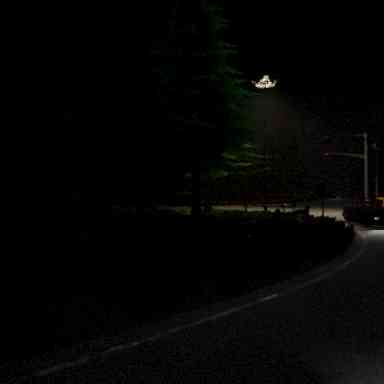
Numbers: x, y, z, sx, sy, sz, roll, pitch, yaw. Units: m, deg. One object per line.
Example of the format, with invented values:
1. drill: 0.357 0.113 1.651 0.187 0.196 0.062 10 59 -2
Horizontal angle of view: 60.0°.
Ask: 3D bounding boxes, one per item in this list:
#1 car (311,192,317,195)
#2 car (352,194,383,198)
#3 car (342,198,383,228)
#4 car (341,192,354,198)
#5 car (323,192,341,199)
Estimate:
1. car: 30.951 0.585 82.128 1.994 1.385 4.181 -1 0 -19
2. car: 14.325 1.134 24.903 1.882 1.535 5.008 -1 0 0
3. car: 10.730 1.281 20.025 2.033 1.411 5.357 -1 0 7
4. car: 32.156 0.653 68.711 1.895 1.301 4.718 -1 0 4
5. car: 28.728 0.684 69.945 2.033 1.411 5.357 -1 0 4
